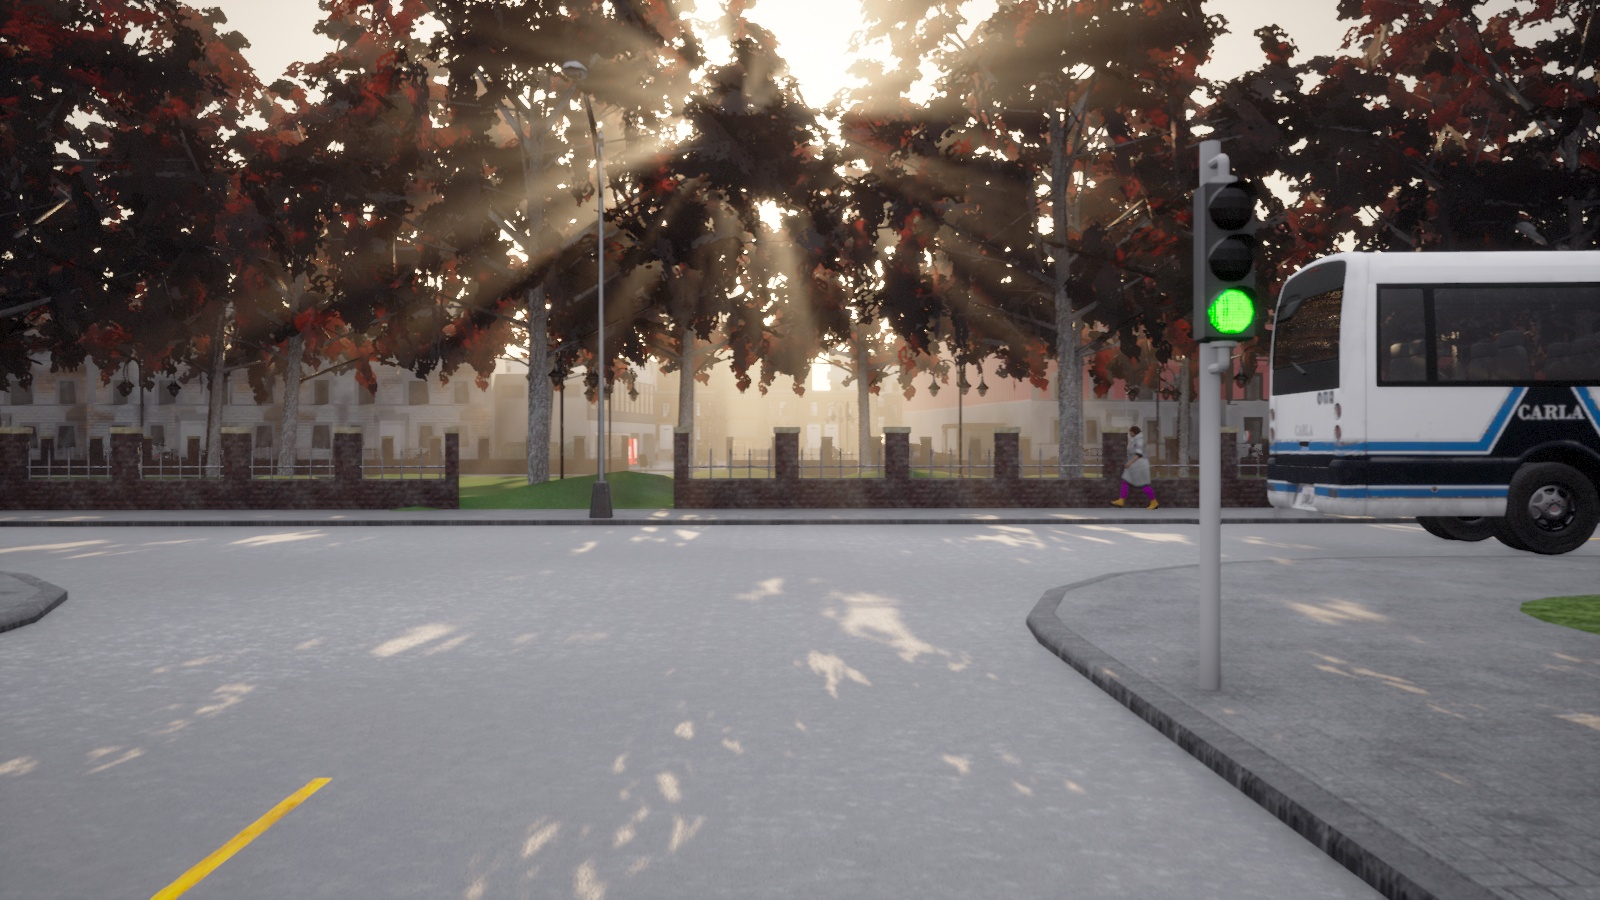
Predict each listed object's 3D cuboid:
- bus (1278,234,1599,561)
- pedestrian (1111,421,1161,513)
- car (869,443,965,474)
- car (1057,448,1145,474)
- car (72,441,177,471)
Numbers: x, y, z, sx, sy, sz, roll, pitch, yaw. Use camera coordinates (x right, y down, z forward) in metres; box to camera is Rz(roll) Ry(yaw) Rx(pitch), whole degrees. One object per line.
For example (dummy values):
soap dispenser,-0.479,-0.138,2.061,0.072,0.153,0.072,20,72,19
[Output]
bus,12.817,-0.686,18.207,10.273,4.253,3.944,0,0,2
pedestrian,7.233,0.364,27.058,0.873,1.952,0.659,0,0,-1
car,6.193,0.439,66.983,4.856,1.649,2.033,0,0,-1
car,16.085,0.580,67.246,4.181,1.385,1.994,0,0,-1
car,-37.519,0.314,69.825,4.611,1.667,2.242,0,0,-2
